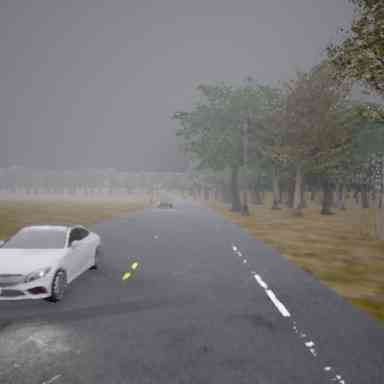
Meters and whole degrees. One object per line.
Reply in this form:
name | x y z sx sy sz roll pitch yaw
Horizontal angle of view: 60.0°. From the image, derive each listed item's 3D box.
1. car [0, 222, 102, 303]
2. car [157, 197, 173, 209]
car | -3.617 1.545 8.396 1.812 1.442 4.674 0 0 0
car | -4.002 1.563 50.091 2.097 1.767 4.553 0 0 -1
